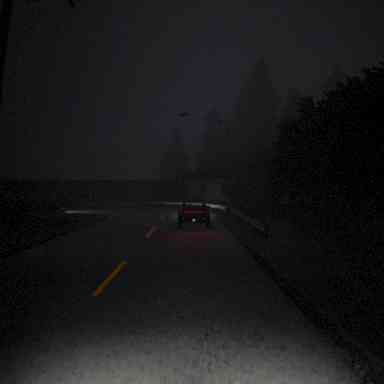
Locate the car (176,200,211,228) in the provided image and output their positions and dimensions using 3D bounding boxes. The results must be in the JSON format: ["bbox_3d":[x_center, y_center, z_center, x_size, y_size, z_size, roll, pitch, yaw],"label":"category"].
[{"bbox_3d":[0.101,1.249,19.996,2.128,1.511,4.902,0,1,0],"label":"car"}]

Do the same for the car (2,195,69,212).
[{"bbox_3d":[-14.861,1.169,31.279,5.357,1.411,2.033,0,1,0],"label":"car"}]

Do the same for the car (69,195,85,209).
[{"bbox_3d":[-14.009,1.064,35.483,4.902,1.511,2.128,0,0,0],"label":"car"}]
